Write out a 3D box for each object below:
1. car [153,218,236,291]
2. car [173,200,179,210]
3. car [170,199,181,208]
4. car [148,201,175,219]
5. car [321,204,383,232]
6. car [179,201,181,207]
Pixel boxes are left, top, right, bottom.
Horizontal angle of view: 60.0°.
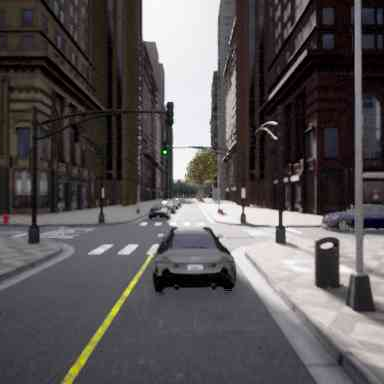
[{"bbox_3d":[-0.022,1.656,9.333,1.994,1.385,4.181,0,-1,-3],"label":"car"},{"bbox_3d":[-3.106,1.909,42.373,2.128,1.511,4.902,0,-1,0],"label":"car"},{"bbox_3d":[-3.021,2.168,63.019,1.812,1.442,4.674,0,-1,0],"label":"car"},{"bbox_3d":[-3.102,1.867,32.612,2.033,1.411,5.357,0,-1,0],"label":"car"},{"bbox_3d":[10.855,1.600,21.647,4.553,1.767,2.097,0,-1,1],"label":"car"},{"bbox_3d":[-3.075,2.075,52.685,2.033,1.411,5.357,0,-1,0],"label":"car"}]
